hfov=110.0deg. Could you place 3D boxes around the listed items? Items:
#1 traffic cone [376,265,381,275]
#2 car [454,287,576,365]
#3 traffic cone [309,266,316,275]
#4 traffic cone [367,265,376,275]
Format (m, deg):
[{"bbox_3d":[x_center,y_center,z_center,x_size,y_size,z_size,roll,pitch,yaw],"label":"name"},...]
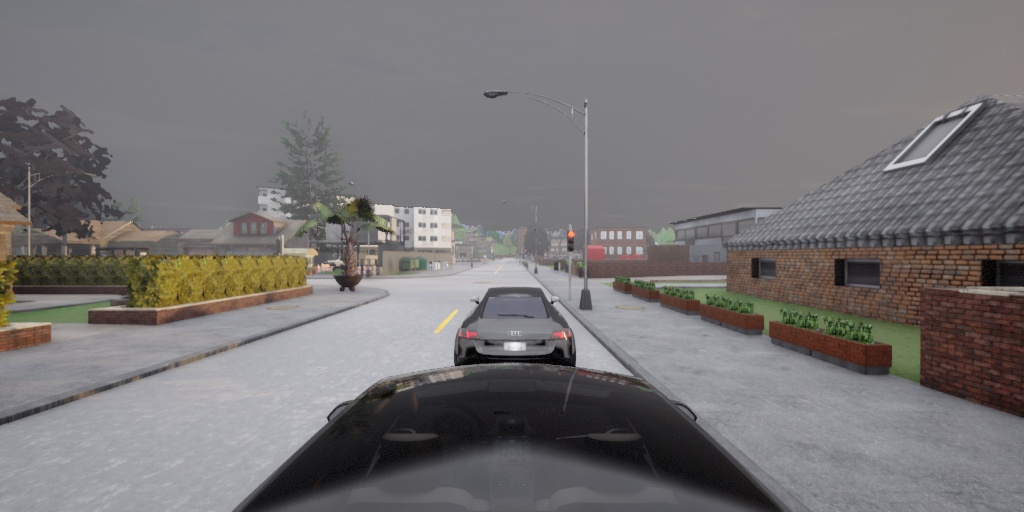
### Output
[{"bbox_3d":[-15.388,1.550,40.720,0.344,0.586,0.344,0,0,0],"label":"traffic cone"},{"bbox_3d":[0.059,1.313,7.333,1.994,1.385,4.181,0,0,0],"label":"car"},{"bbox_3d":[-19.796,1.562,35.267,0.344,0.586,0.344,0,0,0],"label":"traffic cone"},{"bbox_3d":[-15.749,1.553,40.150,0.344,0.586,0.344,0,0,0],"label":"traffic cone"}]
